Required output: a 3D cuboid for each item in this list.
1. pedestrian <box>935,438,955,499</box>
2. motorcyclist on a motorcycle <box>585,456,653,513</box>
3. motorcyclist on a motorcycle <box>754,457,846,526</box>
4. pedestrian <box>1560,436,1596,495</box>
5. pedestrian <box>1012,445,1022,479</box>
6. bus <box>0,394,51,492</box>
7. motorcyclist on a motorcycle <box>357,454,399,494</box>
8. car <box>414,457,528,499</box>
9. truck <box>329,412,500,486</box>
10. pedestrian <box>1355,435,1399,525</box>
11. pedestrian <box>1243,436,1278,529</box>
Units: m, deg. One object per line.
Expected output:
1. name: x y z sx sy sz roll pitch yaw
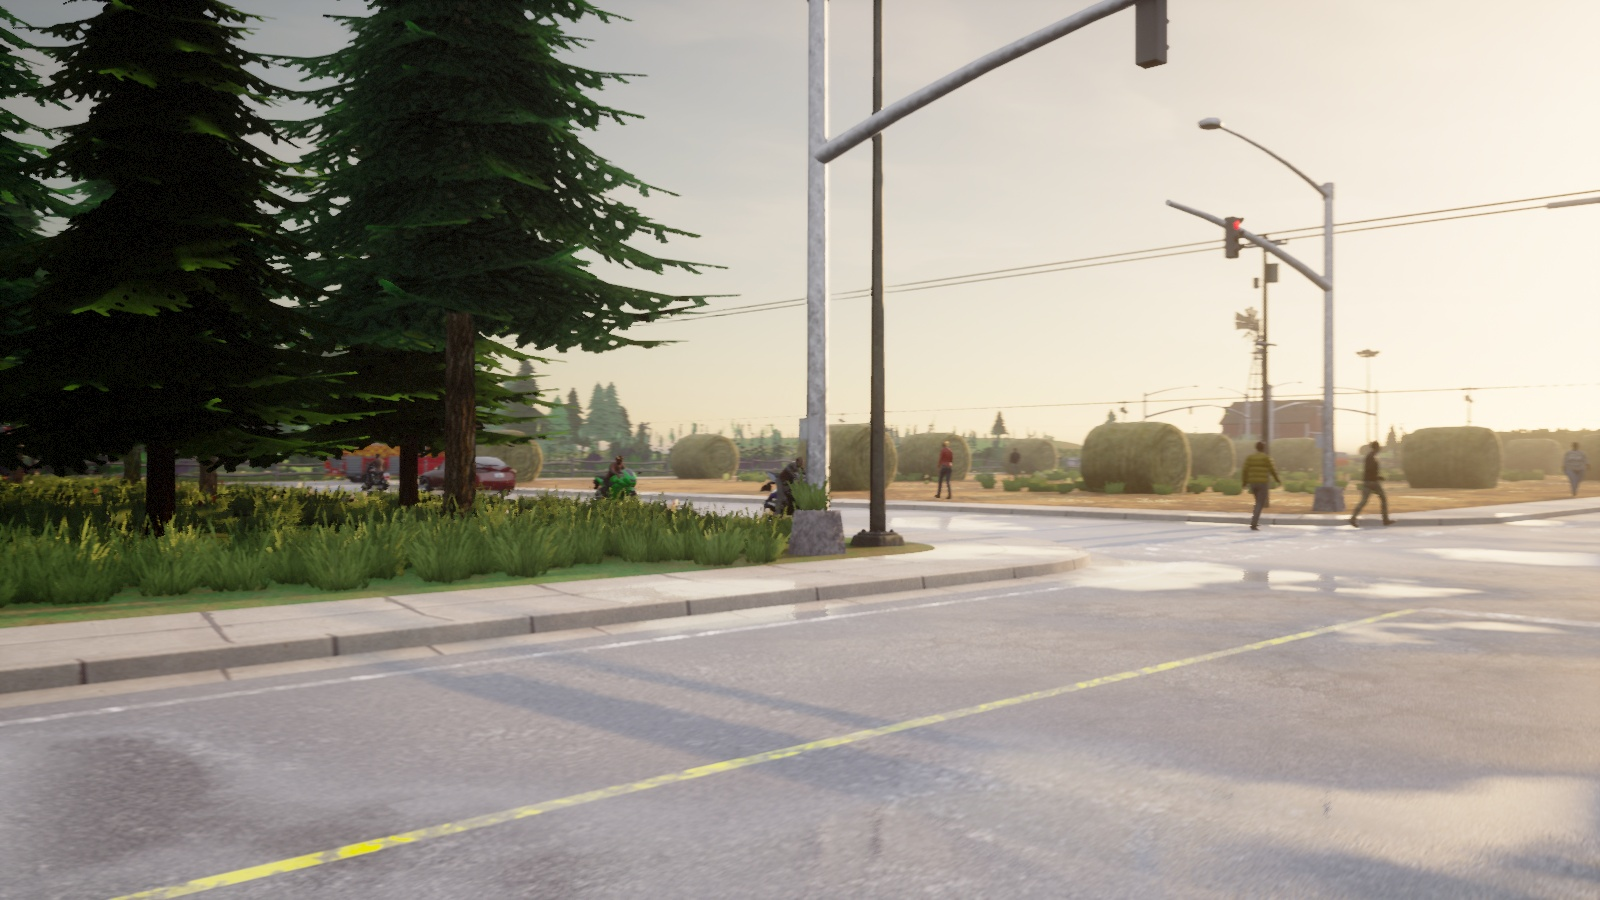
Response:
1. pedestrian: 4.398 0.553 38.034 0.331 1.846 0.636 0 0 -22
2. motorcyclist on a motorcycle: -4.937 0.916 34.200 0.797 1.523 2.044 0 0 -43
3. motorcyclist on a motorcycle: -0.024 0.930 28.933 0.866 1.530 2.191 0 0 -43
4. pedestrian: 24.895 0.488 40.195 0.874 1.855 0.900 0 0 27
5. pedestrian: 11.553 0.639 66.768 0.431 1.840 0.703 0 0 3
6. bus: -38.433 -0.280 53.919 10.273 4.253 3.944 0 0 -40
7. motorcyclist on a motorcycle: -17.914 1.009 53.246 0.766 1.649 2.350 0 -1 -43
8. car: -12.458 1.015 47.396 2.163 1.488 4.792 0 0 -43
9. truck: -20.966 -0.065 68.685 8.468 3.827 2.891 0 0 -40
10. pedestrian: 11.925 0.608 25.956 0.703 1.840 0.431 0 0 -8
11. pedestrian: 9.180 0.640 25.017 0.726 1.835 0.370 0 0 -44
